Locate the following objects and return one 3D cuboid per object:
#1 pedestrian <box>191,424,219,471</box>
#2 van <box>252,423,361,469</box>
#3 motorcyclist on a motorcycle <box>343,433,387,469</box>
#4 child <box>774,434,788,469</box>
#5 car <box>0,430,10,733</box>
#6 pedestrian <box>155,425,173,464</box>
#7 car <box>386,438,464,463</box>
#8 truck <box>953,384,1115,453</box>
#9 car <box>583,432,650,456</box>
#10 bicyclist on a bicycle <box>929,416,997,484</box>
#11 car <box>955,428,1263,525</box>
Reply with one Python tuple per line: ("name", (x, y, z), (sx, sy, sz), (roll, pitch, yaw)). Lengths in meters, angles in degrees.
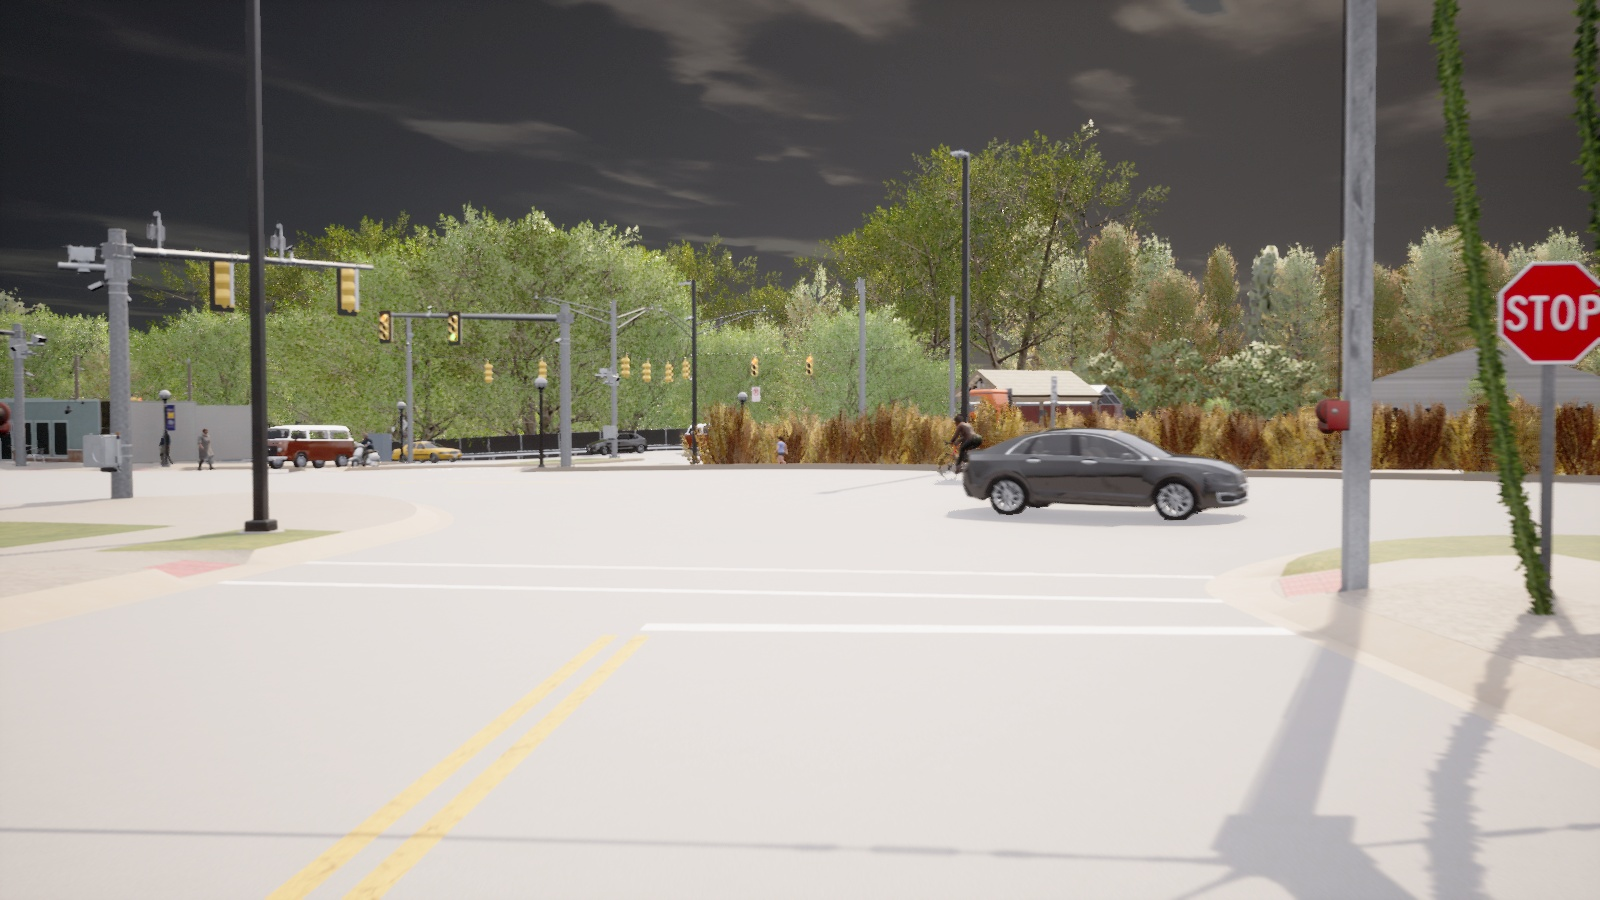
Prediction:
("pedestrian", (-25.235, -0.101, 53.270), (0.873, 1.952, 0.659), (1, 2, 32))
("van", (-22.838, -0.172, 58.246), (2.069, 2.038, 4.480), (-1, -1, 26))
("motorcyclist on a motorcycle", (-19.512, 0.029, 56.327), (0.866, 1.590, 1.817), (0, 0, 22))
("child", (-0.615, 0.038, 40.611), (0.394, 1.110, 0.255), (1, 2, 27))
("car", (-5.135, 0.672, 3.914), (2.128, 1.511, 4.902), (0, 0, 2))
("pedestrian", (-30.316, -0.248, 59.874), (0.370, 1.835, 0.726), (0, 2, 15))
("car", (-24.920, 0.040, 83.446), (5.366, 1.575, 1.801), (-1, 2, 32))
("truck", (12.439, -1.636, 66.894), (7.936, 3.462, 2.891), (0, 2, 30))
("car", (-12.610, -0.441, 86.436), (4.193, 1.474, 1.816), (-3, 3, -34))
("bicyclist on a bicycle", (4.008, -0.009, 30.976), (0.582, 1.620, 1.656), (-2, 2, -42))
("car", (5.334, 0.389, 21.858), (4.892, 1.490, 1.837), (0, 3, 29))
